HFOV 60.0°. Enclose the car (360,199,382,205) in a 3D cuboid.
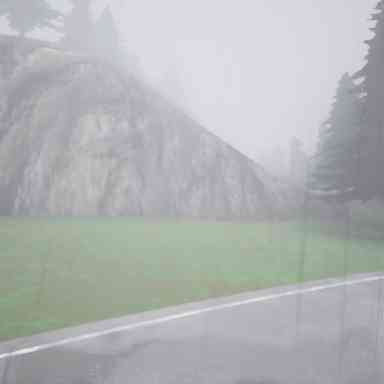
[{"bbox_3d":[27.803,1.401,52.015,2.033,1.411,5.357,0,0,-6],"label":"car"}]
